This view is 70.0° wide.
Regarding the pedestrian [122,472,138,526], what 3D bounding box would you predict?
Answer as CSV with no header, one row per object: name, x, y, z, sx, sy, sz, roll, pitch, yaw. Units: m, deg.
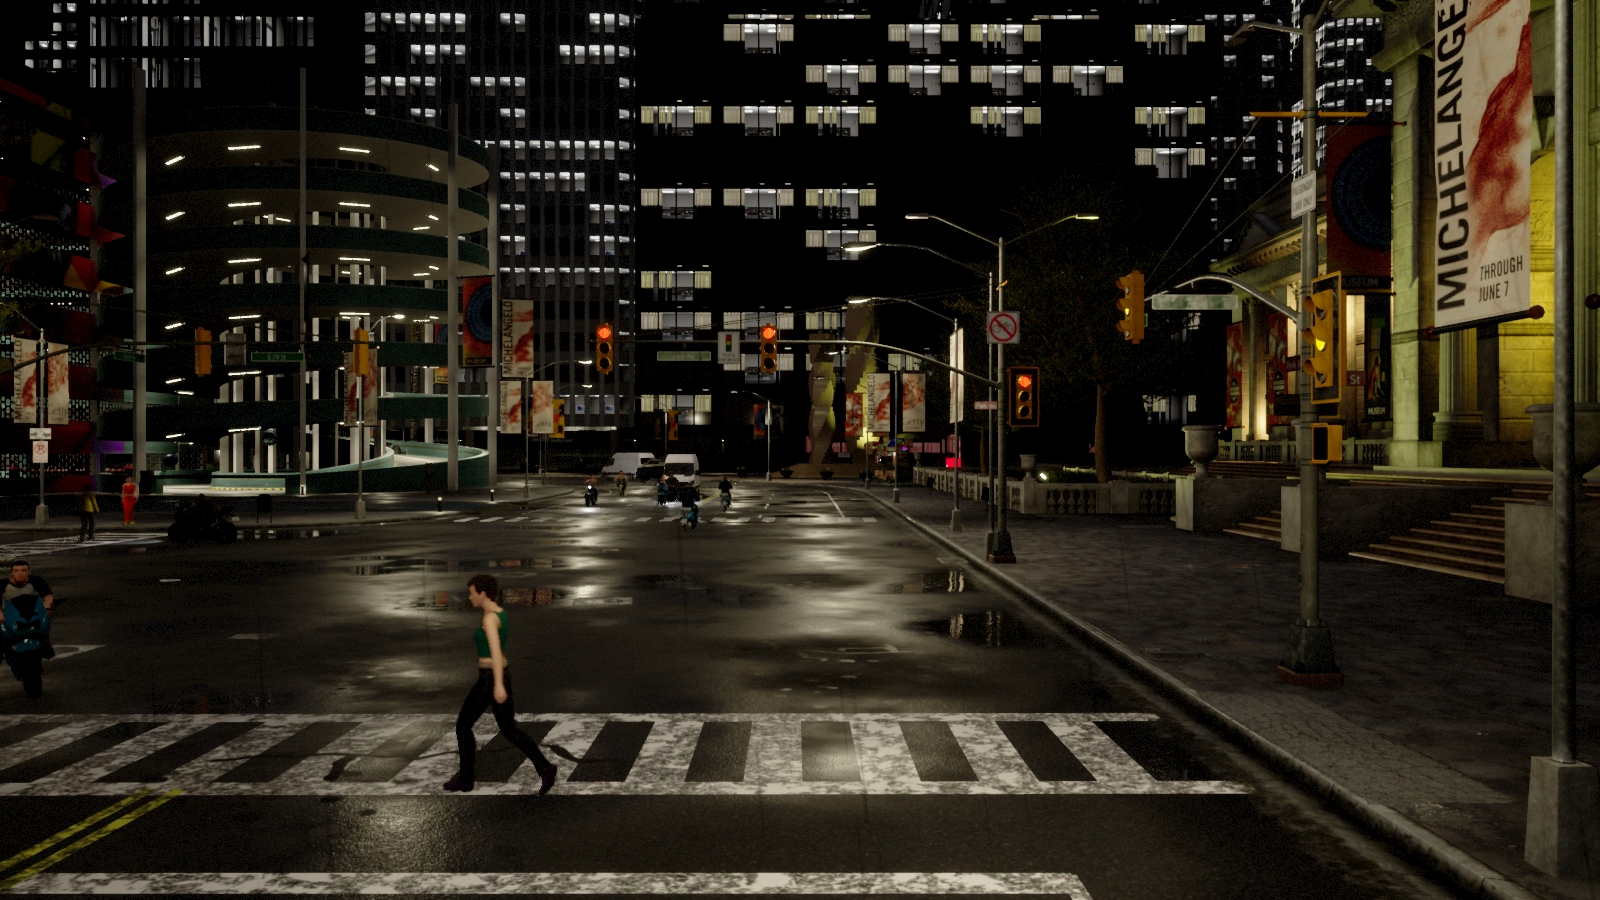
pedestrian,-23.359,1.696,39.831,0.375,1.860,0.375,0,0,-13

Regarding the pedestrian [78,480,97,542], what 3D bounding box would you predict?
pedestrian,-21.586,1.848,34.598,0.375,1.860,0.375,0,0,-9

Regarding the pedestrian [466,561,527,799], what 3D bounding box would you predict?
pedestrian,-2.468,1.849,9.297,0.375,1.860,0.375,0,0,4
